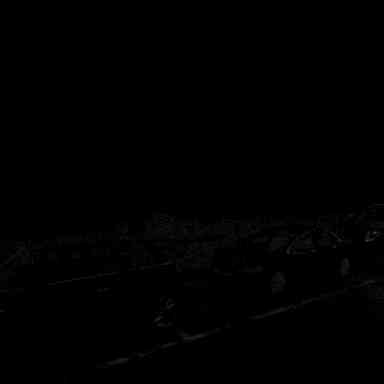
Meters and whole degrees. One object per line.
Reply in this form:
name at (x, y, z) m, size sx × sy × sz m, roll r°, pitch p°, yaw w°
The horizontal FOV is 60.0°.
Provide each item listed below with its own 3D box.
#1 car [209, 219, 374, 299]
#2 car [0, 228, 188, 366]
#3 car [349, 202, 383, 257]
car at (2.410, 1.547, 8.389) m, size 4.403 × 1.369 × 2.008 m, roll 0°, pitch 0°, yaw -36°
car at (-2.147, 1.439, 5.118) m, size 4.097 × 1.590 × 1.967 m, roll 0°, pitch 0°, yaw -36°
car at (6.968, 1.309, 11.658) m, size 5.009 × 1.841 × 2.192 m, roll 0°, pitch 0°, yaw -36°
